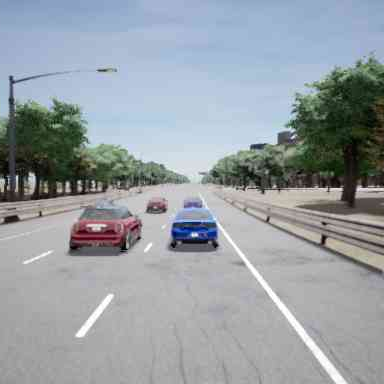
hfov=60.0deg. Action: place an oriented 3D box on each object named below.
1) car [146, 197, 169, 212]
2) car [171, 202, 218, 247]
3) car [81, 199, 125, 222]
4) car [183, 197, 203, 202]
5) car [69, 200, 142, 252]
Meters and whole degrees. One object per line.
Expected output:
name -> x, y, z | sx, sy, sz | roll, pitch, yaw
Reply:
car -> -3.395, 1.198, 33.081 | 1.812, 1.442, 4.674 | 0, 2, 0
car -> 0.103, 1.443, 14.931 | 1.882, 1.535, 5.008 | 0, 0, 0
car -> -6.895, 1.376, 26.309 | 2.033, 1.411, 5.357 | 0, 1, 0
car -> 0.106, 1.198, 33.074 | 1.812, 1.442, 4.674 | 0, 2, 0
car -> -3.397, 1.322, 13.965 | 2.097, 1.767, 4.553 | 0, 0, 0
